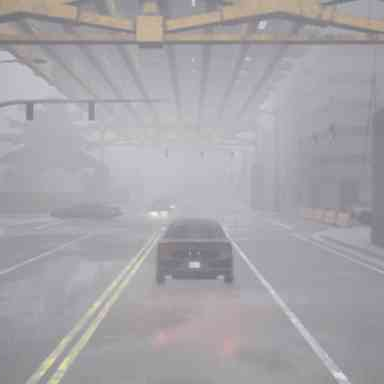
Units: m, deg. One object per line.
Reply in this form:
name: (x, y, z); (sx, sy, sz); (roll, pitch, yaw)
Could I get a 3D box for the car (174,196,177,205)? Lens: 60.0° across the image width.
car: (-3.572, 1.355, 55.643); (2.128, 1.511, 4.902); (0, 0, 0)

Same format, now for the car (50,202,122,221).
car: (-8.252, 1.483, 26.042); (5.357, 1.411, 2.033); (0, 0, 8)

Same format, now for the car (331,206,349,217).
car: (13.628, 1.231, 26.090); (4.536, 1.218, 1.853); (0, 0, 25)

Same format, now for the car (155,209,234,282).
car: (0.070, 1.454, 9.679); (1.882, 1.535, 5.008); (0, -1, 0)

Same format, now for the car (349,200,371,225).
car: (13.256, 1.399, 21.953); (4.974, 1.542, 2.038); (0, 0, -20)

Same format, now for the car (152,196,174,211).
car: (-3.601, 1.391, 39.392); (2.128, 1.511, 4.902); (0, 1, 0)
